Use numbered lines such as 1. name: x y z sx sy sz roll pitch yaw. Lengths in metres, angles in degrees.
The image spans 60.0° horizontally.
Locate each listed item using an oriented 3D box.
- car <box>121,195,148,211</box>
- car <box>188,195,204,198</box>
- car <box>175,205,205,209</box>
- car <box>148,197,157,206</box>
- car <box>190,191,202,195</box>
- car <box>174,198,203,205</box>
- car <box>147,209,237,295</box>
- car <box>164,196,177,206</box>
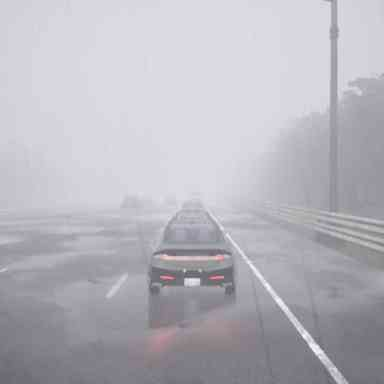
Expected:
1. car: -6.759 1.165 38.378 2.097 1.767 4.553 0 0 1
2. car: 0.195 1.343 36.410 1.994 1.385 4.181 0 0 1
3. car: 0.011 1.494 15.167 1.895 1.301 4.718 0 0 0
4. car: -6.438 1.388 49.310 1.895 1.301 4.718 0 0 2
5. car: 0.610 0.960 50.621 2.150 2.045 5.566 0 -1 2
6. car: 0.016 1.395 24.657 2.033 1.411 5.357 0 0 0
7. car: 0.006 1.430 8.562 2.128 1.511 4.902 0 0 0
8. car: -2.981 1.316 48.266 2.033 1.411 5.357 0 0 2
